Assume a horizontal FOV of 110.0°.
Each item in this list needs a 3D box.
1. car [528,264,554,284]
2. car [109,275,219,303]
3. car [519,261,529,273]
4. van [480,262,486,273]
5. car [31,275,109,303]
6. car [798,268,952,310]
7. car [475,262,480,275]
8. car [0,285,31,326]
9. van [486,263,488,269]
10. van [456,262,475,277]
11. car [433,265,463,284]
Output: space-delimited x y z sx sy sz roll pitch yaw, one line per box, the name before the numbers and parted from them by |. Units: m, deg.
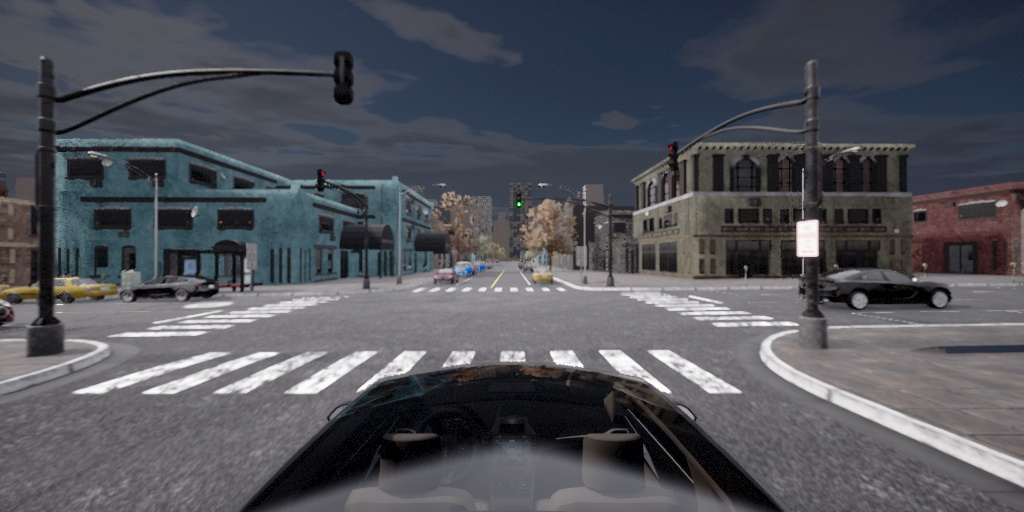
car | 2.666 1.652 31.594 1.751 1.417 4.829 0 0 0
car | -18.205 1.700 19.216 4.313 1.339 1.948 0 0 -1
car | 2.640 2.027 59.153 2.007 1.370 4.403 0 0 0
van | -5.741 1.817 59.145 1.690 1.789 3.998 0 0 0
car | -24.028 1.725 19.106 4.829 1.417 1.751 0 0 -1
car | 14.195 1.210 14.144 5.008 1.535 1.882 -1 0 -1
car | -5.730 1.882 48.054 1.888 1.381 4.507 0 0 0
car | -18.078 1.541 10.870 4.097 1.591 1.967 0 0 -1
van | -5.746 1.887 64.691 1.690 1.789 3.998 0 0 0
van | -5.725 1.607 42.507 1.690 1.789 3.998 0 0 0
car | -5.714 1.708 31.416 1.802 1.307 4.207 0 0 0
